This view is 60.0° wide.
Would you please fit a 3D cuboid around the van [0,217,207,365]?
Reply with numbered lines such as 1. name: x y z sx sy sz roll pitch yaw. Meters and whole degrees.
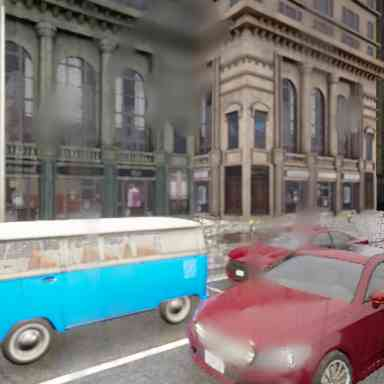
1. van: -1.595 1.349 5.533 3.998 1.788 1.690 0 0 -36

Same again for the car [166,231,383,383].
1. car: 2.123 1.545 4.886 4.674 1.442 1.812 0 0 -36

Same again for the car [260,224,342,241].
1. car: 2.904 1.576 8.740 4.507 1.381 1.887 0 0 -36
